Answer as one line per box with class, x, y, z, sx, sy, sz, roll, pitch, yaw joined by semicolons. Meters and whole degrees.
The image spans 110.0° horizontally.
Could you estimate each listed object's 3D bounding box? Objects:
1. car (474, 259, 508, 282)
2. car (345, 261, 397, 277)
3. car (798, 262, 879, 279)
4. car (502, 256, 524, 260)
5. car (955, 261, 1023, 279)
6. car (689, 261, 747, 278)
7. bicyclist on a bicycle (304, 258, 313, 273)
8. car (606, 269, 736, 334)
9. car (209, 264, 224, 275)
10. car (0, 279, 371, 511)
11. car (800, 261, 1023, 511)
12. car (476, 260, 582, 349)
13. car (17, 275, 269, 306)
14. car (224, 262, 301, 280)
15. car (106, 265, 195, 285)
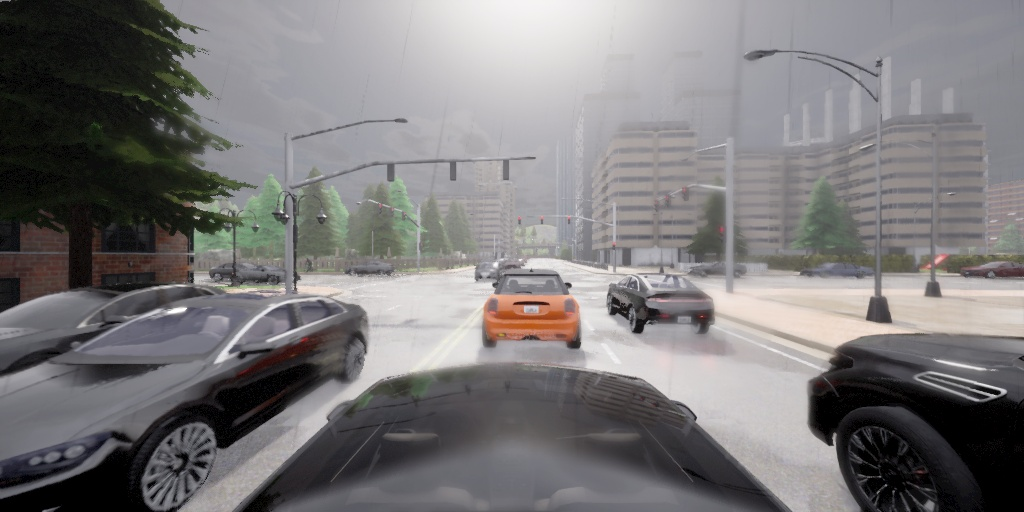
car;-1.723;1.241;28.662;2.128;1.511;4.902;0;0;6
car;-13.961;1.241;35.477;4.902;1.511;2.128;0;0;3
car;29.455;1.297;32.518;5.357;1.411;2.033;0;0;4
car;0.138;1.106;50.078;2.097;1.767;4.553;0;0;4
car;42.782;1.228;31.542;5.008;1.535;1.882;0;0;4
car;19.004;1.241;33.271;4.902;1.511;2.128;0;0;4
bicyclist on a bicycle;-22.756;1.051;40.073;0.582;1.620;1.656;0;0;4
car;4.093;1.241;10.614;2.128;1.511;4.902;0;0;4
car;-21.704;1.255;28.993;4.892;1.490;1.837;0;0;4
car;-3.446;1.241;4.339;2.128;1.511;4.902;0;0;2
car;3.709;0.971;0.777;2.150;2.045;5.566;0;0;0
car;0.518;1.102;9.387;2.097;1.767;4.553;0;0;3
car;-6.878;1.255;6.139;1.837;1.490;4.892;0;0;3
car;-17.216;1.314;25.156;4.181;1.385;1.994;0;0;4
car;-25.951;1.351;25.798;4.718;1.301;1.895;0;0;4
